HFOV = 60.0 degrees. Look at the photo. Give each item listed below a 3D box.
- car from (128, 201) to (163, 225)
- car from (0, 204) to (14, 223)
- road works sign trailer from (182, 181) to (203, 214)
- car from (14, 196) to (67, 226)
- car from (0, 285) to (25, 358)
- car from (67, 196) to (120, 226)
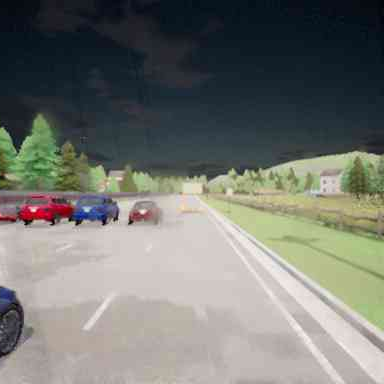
[{"bbox_3d":[-3.382,1.435,25.038,2.097,1.767,4.553,0,0,0],"label":"car"},{"bbox_3d":[-13.881,1.651,26.077,1.994,1.385,4.181,0,0,0],"label":"car"},{"bbox_3d":[0.029,0.590,38.014,2.380,3.560,2.880,0,0,0],"label":"road works sign trailer"},{"bbox_3d":[-10.381,1.303,24.473,2.150,2.045,5.566,0,0,0],"label":"car"},{"bbox_3d":[-3.411,1.536,3.049,1.812,1.442,4.674,0,0,0],"label":"car"},{"bbox_3d":[-6.881,1.303,24.475,2.150,2.045,5.566,0,0,0],"label":"car"}]
